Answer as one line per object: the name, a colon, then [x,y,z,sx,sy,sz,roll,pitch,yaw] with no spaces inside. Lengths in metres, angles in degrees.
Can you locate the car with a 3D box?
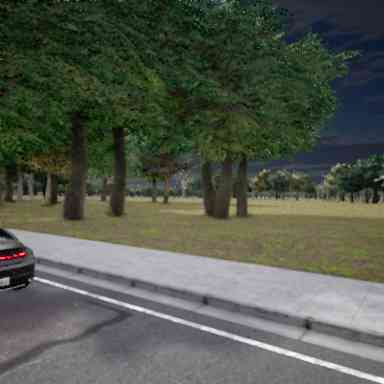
car: [-5.517,1.421,7.613,4.892,1.490,1.837,1,0,35]
